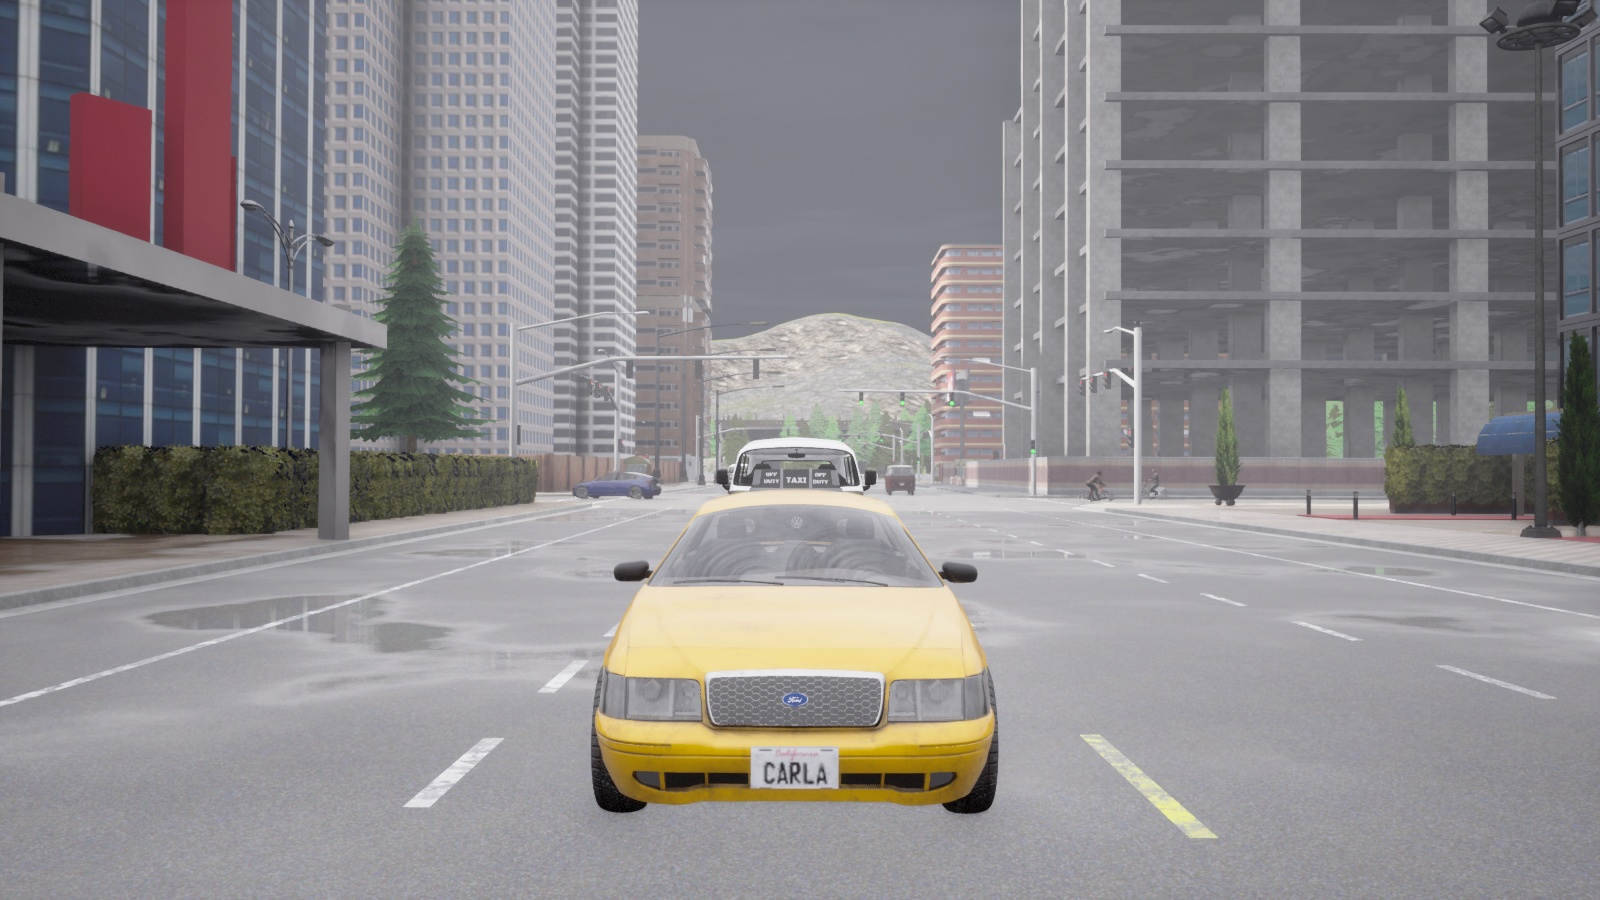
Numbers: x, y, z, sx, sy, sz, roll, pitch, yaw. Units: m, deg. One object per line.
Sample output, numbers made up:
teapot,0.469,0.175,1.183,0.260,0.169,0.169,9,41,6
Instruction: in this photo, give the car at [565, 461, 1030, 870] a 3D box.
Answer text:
car,-0.019,0.880,7.559,1.801,1.575,5.366,0,-1,0

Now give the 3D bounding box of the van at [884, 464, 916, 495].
van,6.604,1.934,83.137,1.775,1.987,4.442,0,-1,0

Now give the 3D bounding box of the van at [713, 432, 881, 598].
van,-0.046,0.836,17.761,2.069,2.038,4.480,0,-1,0

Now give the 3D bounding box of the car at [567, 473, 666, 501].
car,-9.797,1.979,67.160,4.792,1.488,2.163,0,-1,12
